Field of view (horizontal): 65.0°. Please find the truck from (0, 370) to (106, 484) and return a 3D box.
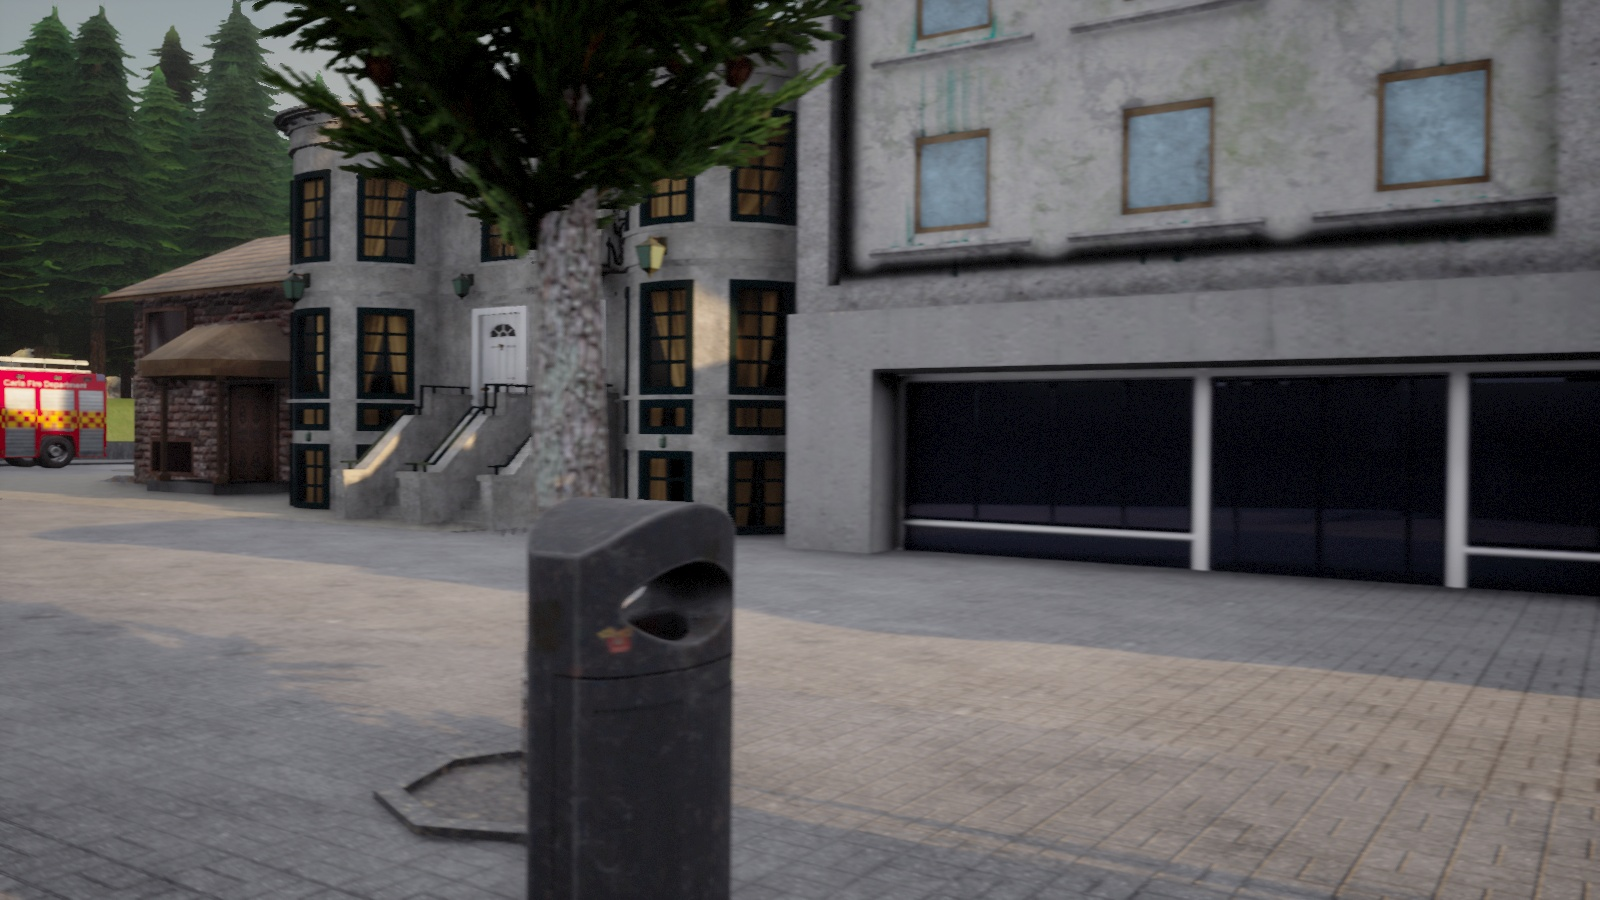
[{"bbox_3d":[-28.358,-0.751,42.104,2.891,3.827,8.468,0,1,34],"label":"truck"}]
